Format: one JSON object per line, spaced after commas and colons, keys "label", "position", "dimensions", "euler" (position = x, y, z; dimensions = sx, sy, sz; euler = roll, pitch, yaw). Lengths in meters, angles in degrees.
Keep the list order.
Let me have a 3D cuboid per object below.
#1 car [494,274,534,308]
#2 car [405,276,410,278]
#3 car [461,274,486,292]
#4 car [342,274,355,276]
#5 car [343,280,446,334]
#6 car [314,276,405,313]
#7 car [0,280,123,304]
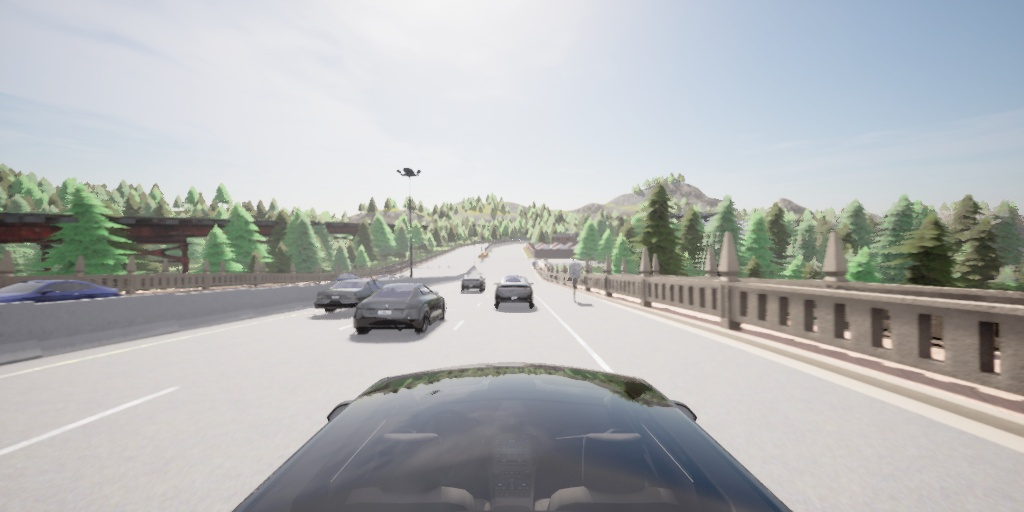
{"label": "car", "position": [0.104, 1.813, 18.746], "dimensions": [2.128, 1.511, 4.902], "euler": [0, -2, 0]}
{"label": "car", "position": [-17.487, 3.693, 58.516], "dimensions": [1.895, 1.301, 4.718], "euler": [0, -2, 0]}
{"label": "car", "position": [-3.393, 2.388, 32.089], "dimensions": [2.128, 1.511, 4.902], "euler": [0, -2, 0]}
{"label": "car", "position": [-21.010, 3.003, 45.531], "dimensions": [1.812, 1.442, 4.674], "euler": [0, -3, 0]}
{"label": "car", "position": [-3.398, 1.569, 11.573], "dimensions": [1.994, 1.385, 4.181], "euler": [0, -2, 0]}
{"label": "car", "position": [-6.897, 1.772, 16.503], "dimensions": [2.033, 1.411, 5.357], "euler": [0, -2, 0]}
{"label": "car", "position": [-17.591, 1.619, 13.425], "dimensions": [1.812, 1.442, 4.674], "euler": [0, -3, 0]}
